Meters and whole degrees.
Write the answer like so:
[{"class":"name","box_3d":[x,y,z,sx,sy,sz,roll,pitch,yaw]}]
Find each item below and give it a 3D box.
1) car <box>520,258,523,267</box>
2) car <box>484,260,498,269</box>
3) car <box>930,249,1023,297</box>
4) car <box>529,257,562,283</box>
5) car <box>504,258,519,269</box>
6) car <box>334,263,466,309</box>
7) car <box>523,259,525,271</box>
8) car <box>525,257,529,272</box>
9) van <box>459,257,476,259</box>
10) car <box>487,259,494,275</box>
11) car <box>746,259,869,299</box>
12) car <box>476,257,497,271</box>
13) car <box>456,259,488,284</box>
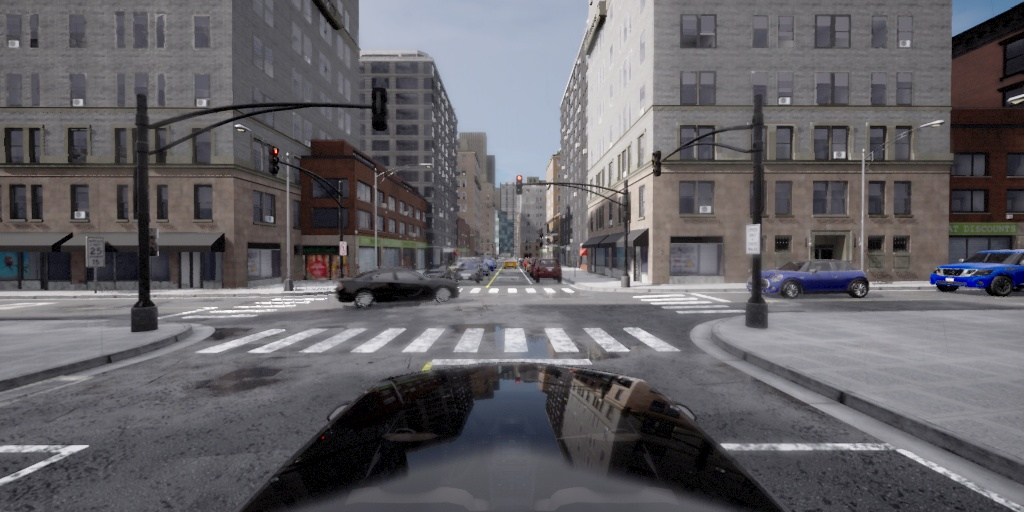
[{"class":"car","box_3d":[2.636,1.079,50.517,2.192,1.841,5.009,0,0,0]},{"class":"car","box_3d":[-3.314,1.312,57.440,2.033,1.411,5.357,0,0,0]},{"class":"car","box_3d":[22.974,0.712,16.565,5.566,2.045,2.150,-1,1,0]},{"class":"car","box_3d":[2.738,1.075,28.173,2.192,1.841,5.009,0,0,0]},{"class":"car","box_3d":[-0.258,1.242,57.144,1.882,1.535,5.008,0,0,0]},{"class":"car","box_3d":[-4.745,1.247,15.166,5.008,1.535,1.882,0,1,-25]},{"class":"car","box_3d":[2.661,1.290,45.101,1.751,1.417,4.829,0,0,0]},{"class":"car","box_3d":[2.713,1.077,33.760,2.192,1.841,5.009,0,0,0]},{"class":"van","box_3d":[-5.868,1.105,44.890,1.690,1.789,3.998,0,0,0]},{"class":"car","box_3d":[-3.256,1.311,37.127,2.033,1.411,5.357,0,0,0]},{"class":"car","box_3d":[13.398,0.942,16.455,4.553,1.767,2.097,-1,1,-1]},{"class":"car","box_3d":[-3.291,1.243,47.059,1.882,1.535,5.008,0,0,0]},{"class":"car","box_3d":[-3.212,1.252,27.305,2.128,1.511,4.902,0,0,0]}]
